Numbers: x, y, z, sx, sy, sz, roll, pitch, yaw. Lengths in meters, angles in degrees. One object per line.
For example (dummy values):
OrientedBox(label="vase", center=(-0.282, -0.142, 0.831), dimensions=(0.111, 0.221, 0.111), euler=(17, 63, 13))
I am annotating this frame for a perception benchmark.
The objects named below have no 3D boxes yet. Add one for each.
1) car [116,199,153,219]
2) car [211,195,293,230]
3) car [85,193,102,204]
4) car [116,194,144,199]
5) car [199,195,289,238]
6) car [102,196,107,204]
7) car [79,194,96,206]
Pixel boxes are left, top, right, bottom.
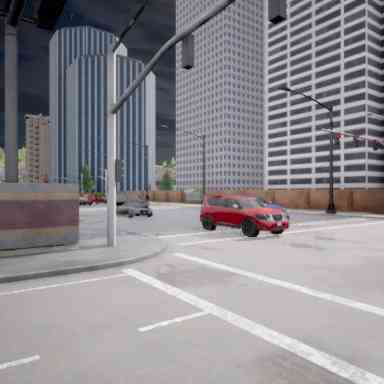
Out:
OrientedBox(label="car", center=(-5.130, 1.563, 29.427), dimensions=(1.994, 1.385, 4.181), euler=(0, 0, -35))
OrientedBox(label="car", center=(3.896, 1.221, 22.700), dimensions=(2.150, 2.045, 5.566), euler=(0, 0, -35))
OrientedBox(label="car", center=(-19.163, 1.222, 61.829), dimensions=(2.150, 2.045, 5.566), euler=(0, 0, -35))
OrientedBox(label="car", center=(-6.921, 1.222, 38.046), dimensions=(2.150, 2.045, 5.566), euler=(0, 0, -35))
OrientedBox(label="car", center=(2.651, 1.222, 18.386), dimensions=(2.150, 2.045, 5.566), euler=(0, 0, -35))
OrientedBox(label="car", center=(-16.571, 1.547, 64.210), dimensions=(2.033, 1.411, 5.357), euler=(0, 0, -34))
OrientedBox(label="car", center=(-17.596, 1.478, 53.342), dimensions=(1.882, 1.535, 5.008), euler=(0, 0, -35))
